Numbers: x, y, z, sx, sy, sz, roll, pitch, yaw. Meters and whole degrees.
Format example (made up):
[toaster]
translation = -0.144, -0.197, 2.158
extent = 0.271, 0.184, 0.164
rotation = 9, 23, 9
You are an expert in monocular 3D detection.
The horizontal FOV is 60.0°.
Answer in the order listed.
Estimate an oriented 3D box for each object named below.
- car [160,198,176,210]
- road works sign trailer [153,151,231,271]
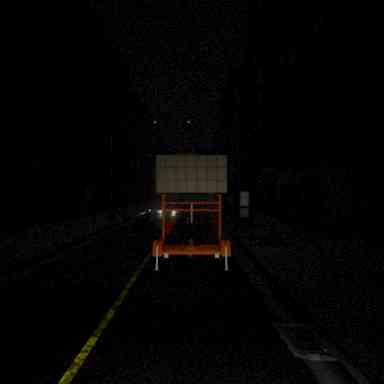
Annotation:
[car]
translation = -3.144, 1.502, 43.685
extent = 1.882, 1.535, 5.008
rotation = 0, 0, 0
[road works sign trailer]
translation = -0.011, 0.467, 10.918
extent = 2.380, 3.560, 2.880
rotation = 0, 0, 0
